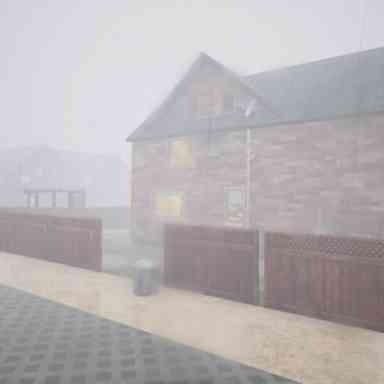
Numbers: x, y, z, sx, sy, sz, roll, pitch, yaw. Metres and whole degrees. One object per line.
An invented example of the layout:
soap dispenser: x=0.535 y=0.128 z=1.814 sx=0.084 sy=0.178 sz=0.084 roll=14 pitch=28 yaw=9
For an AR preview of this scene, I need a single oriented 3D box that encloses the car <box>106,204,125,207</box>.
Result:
car: x=-8.368 y=1.983 z=35.311 sx=1.895 sy=1.301 sz=4.718 roll=1 pitch=0 yaw=36
